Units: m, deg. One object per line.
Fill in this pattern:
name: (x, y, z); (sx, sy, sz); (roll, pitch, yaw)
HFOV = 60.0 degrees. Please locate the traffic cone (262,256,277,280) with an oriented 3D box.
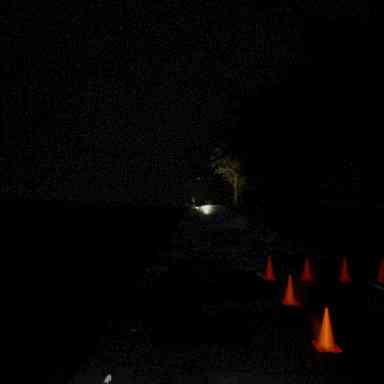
traffic cone: (2.087, 2.027, 8.946); (0.340, 0.580, 0.340); (1, 0, 1)

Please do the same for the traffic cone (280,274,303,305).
traffic cone: (2.043, 2.015, 6.946); (0.340, 0.580, 0.340); (1, 0, 1)

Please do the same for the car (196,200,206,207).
car: (1.734, 2.229, 64.358); (2.033, 1.411, 5.357); (1, -1, 1)

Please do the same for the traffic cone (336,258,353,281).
traffic cone: (4.086, 2.053, 8.902); (0.340, 0.580, 0.340); (1, 0, 1)

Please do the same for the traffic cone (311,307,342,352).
traffic cone: (1.999, 2.005, 4.946); (0.340, 0.580, 0.340); (1, 0, 1)

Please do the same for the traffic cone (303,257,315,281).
traffic cone: (3.087, 2.040, 8.924); (0.340, 0.580, 0.340); (1, 0, 1)

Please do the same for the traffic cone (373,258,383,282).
traffic cone: (5.084, 2.067, 8.880); (0.340, 0.580, 0.340); (1, 0, 2)
